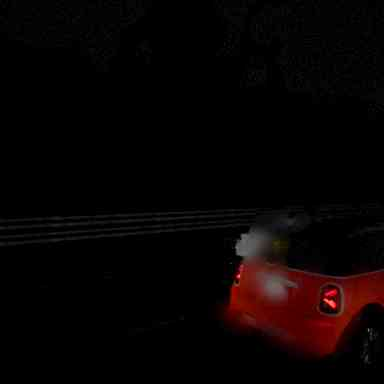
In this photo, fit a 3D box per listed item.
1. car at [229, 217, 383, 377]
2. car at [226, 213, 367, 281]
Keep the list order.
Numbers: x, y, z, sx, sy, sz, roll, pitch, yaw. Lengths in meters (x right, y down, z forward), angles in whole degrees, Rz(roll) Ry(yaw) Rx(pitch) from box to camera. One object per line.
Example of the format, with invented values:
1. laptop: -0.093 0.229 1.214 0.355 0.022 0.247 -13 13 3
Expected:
1. car: 2.872 1.342 5.794 4.553 1.767 2.097 0 0 -36
2. car: 3.431 1.510 10.491 4.674 1.442 1.812 0 0 -36
